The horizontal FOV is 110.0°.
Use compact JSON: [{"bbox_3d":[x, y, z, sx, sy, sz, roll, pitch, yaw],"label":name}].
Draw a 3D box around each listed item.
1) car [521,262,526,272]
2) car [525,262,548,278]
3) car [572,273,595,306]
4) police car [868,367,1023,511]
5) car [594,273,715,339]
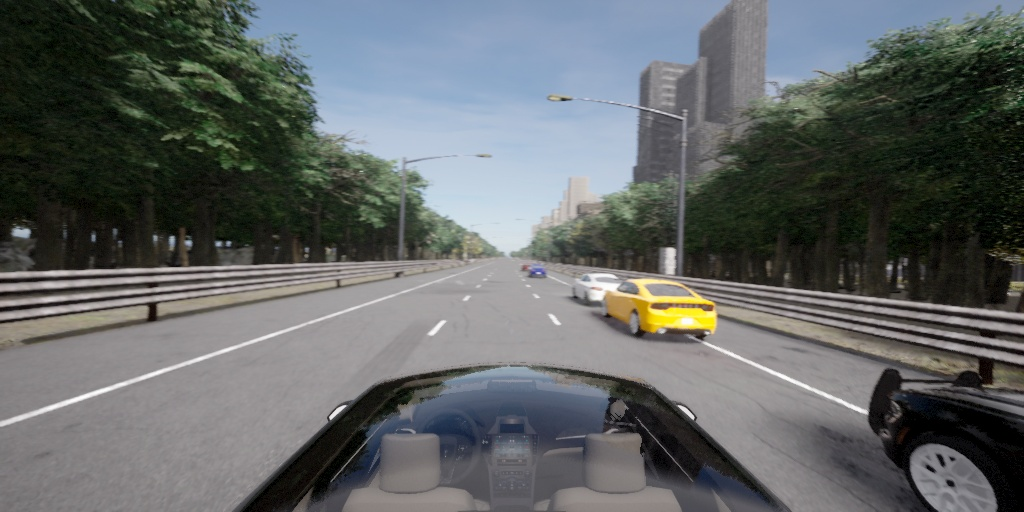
[{"bbox_3d":[2.516,1.685,56.472,1.882,1.535,5.008,2,0,0],"label":"car"},{"bbox_3d":[2.768,1.633,39.802,1.812,1.442,4.674,2,0,0],"label":"car"},{"bbox_3d":[4.143,1.538,17.225,1.812,1.442,4.674,2,0,-1],"label":"car"},{"bbox_3d":[4.396,1.344,1.338,1.930,1.638,5.238,2,0,-1],"label":"police car"},{"bbox_3d":[4.239,1.454,11.226,1.882,1.535,5.008,2,0,-1],"label":"car"}]
